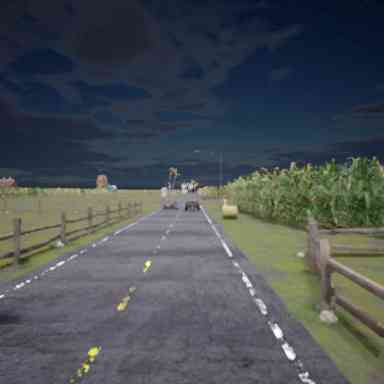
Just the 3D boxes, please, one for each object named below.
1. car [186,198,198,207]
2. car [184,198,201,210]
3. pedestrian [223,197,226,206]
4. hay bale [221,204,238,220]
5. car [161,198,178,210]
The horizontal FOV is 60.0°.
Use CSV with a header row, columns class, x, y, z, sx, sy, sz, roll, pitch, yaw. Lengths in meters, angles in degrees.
class,x,y,z,sx,sy,sz,roll,pitch,yaw
car,0.000,1.580,53.266,1.895,1.301,4.718,0,0,0
car,0.054,1.494,41.947,1.837,1.490,4.892,0,0,1
pedestrian,2.824,1.288,28.950,0.375,1.860,0.375,-1,1,-5
hay bale,3.130,1.652,27.857,1.220,1.180,1.240,1,1,0
car,-2.837,1.495,42.828,1.837,1.490,4.892,0,0,0
